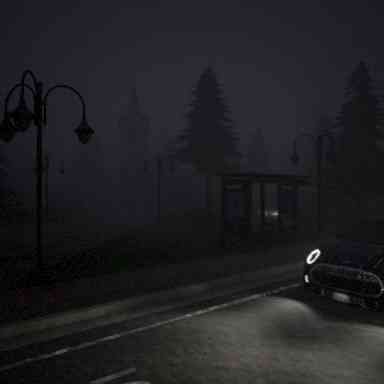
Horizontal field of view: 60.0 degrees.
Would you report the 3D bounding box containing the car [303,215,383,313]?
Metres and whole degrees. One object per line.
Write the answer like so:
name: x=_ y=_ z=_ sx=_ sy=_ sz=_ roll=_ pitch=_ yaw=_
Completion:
car: x=4.517 y=1.350 z=7.524 sx=4.553 sy=1.767 sz=2.097 roll=0 pitch=0 yaw=-38
